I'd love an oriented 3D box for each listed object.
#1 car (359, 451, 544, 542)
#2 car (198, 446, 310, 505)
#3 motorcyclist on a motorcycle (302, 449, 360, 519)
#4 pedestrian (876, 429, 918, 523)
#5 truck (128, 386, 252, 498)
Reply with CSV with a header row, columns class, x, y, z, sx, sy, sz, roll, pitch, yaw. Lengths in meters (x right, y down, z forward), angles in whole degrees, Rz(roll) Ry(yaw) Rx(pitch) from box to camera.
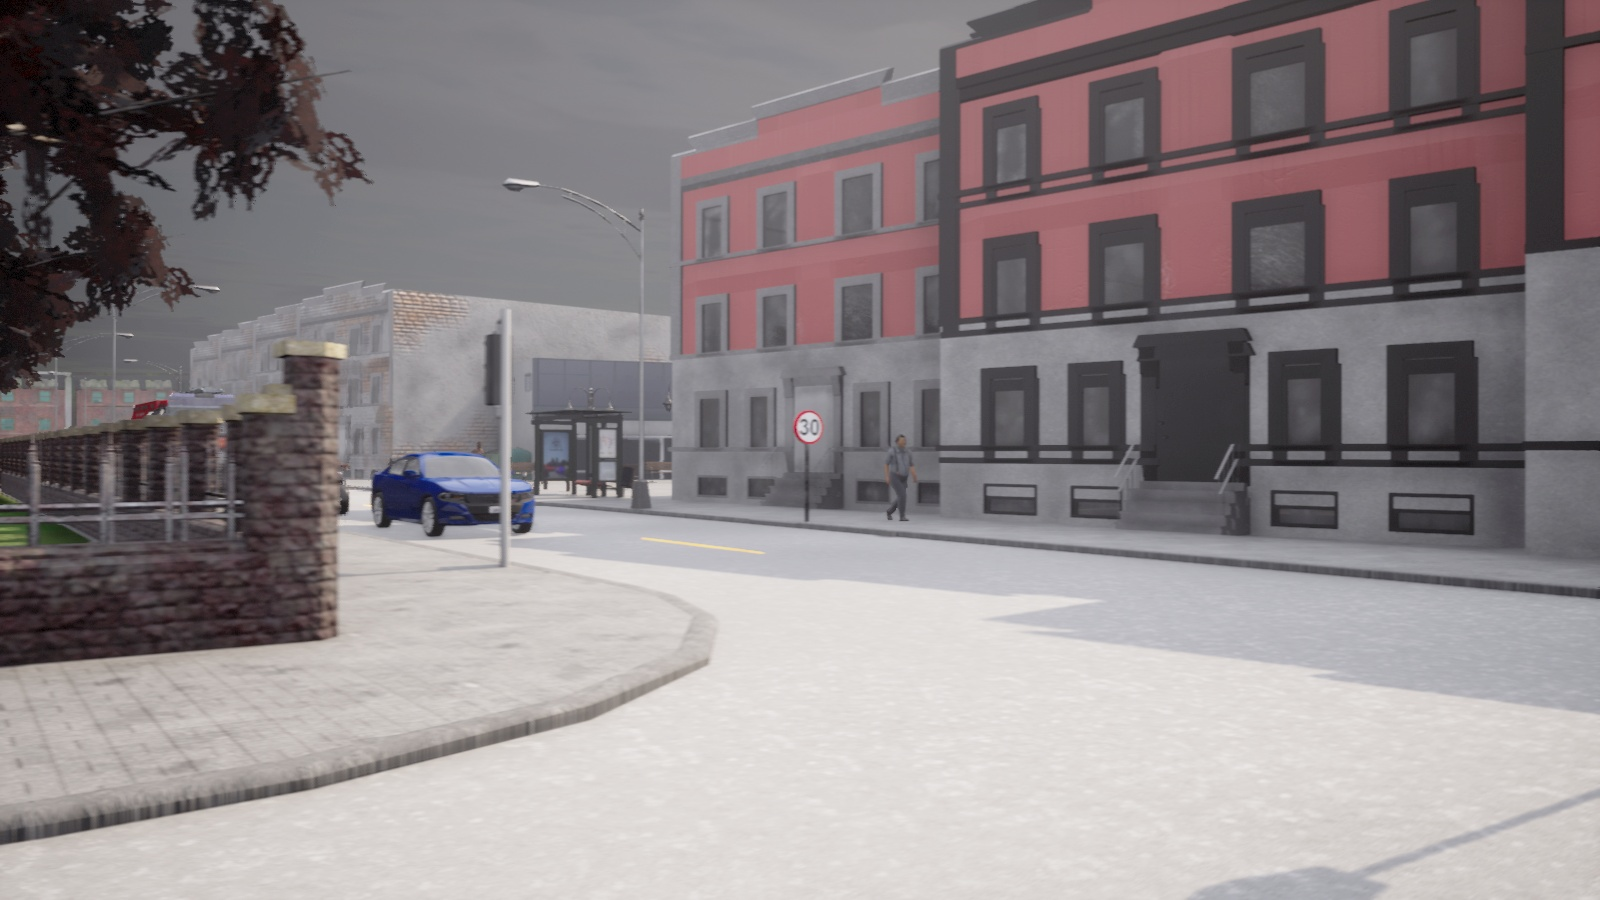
class,x,y,z,sx,sy,sz,roll,pitch,yaw
car,-6.742,0.795,23.862,1.882,1.535,5.008,0,0,-34
car,-16.527,0.717,37.878,2.242,1.667,4.611,0,0,-35
motorcyclist on a motorcycle,-11.456,0.795,30.599,0.766,1.649,2.350,0,0,-35
pedestrian,1.945,0.511,25.193,0.540,1.848,0.694,0,0,-30
truck,-23.118,-0.254,47.328,2.891,3.827,8.468,0,0,-35
